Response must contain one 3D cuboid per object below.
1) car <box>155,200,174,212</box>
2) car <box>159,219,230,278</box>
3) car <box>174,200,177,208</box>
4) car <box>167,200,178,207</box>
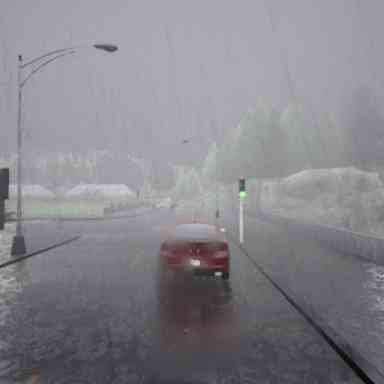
[{"bbox_3d":[-4.100,2.121,48.774,1.812,1.442,4.674,0,-1,0],"label":"car"},{"bbox_3d":[0.078,1.608,10.598,1.882,1.535,5.008,0,-1,0],"label":"car"},{"bbox_3d":[-4.087,2.242,58.691,1.812,1.442,4.674,0,-1,1],"label":"car"},{"bbox_3d":[-4.007,2.342,68.856,1.837,1.490,4.892,0,-1,0],"label":"car"}]
